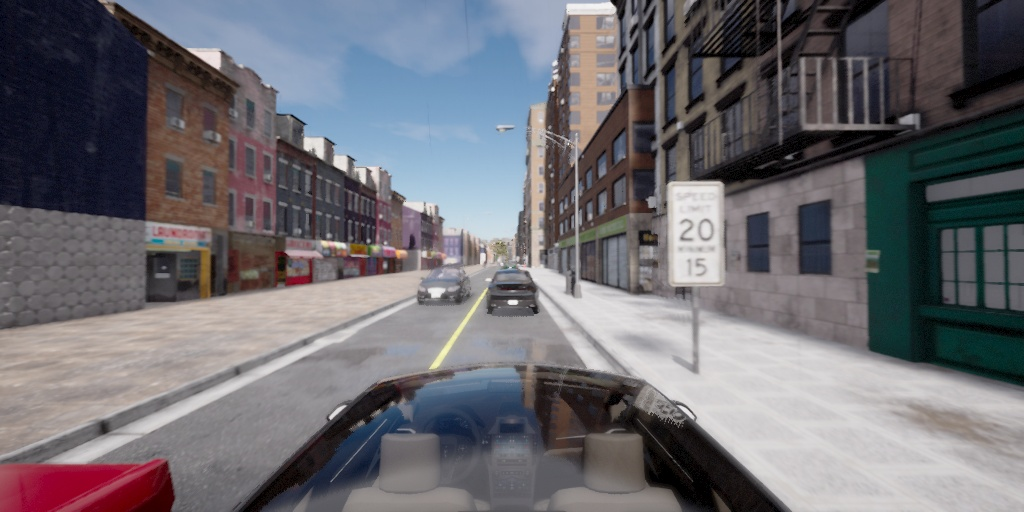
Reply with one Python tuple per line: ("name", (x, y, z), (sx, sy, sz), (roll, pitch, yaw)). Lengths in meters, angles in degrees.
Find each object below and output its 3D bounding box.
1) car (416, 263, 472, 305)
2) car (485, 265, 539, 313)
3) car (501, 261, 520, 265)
("car", (-2.947, 1.271, 16.314), (2.128, 1.511, 4.902), (0, 0, 0))
("car", (0.018, 1.268, 14.081), (1.837, 1.490, 4.892), (0, 0, 0))
("car", (-0.193, 1.320, 41.074), (2.097, 1.767, 4.553), (0, -1, 0))
